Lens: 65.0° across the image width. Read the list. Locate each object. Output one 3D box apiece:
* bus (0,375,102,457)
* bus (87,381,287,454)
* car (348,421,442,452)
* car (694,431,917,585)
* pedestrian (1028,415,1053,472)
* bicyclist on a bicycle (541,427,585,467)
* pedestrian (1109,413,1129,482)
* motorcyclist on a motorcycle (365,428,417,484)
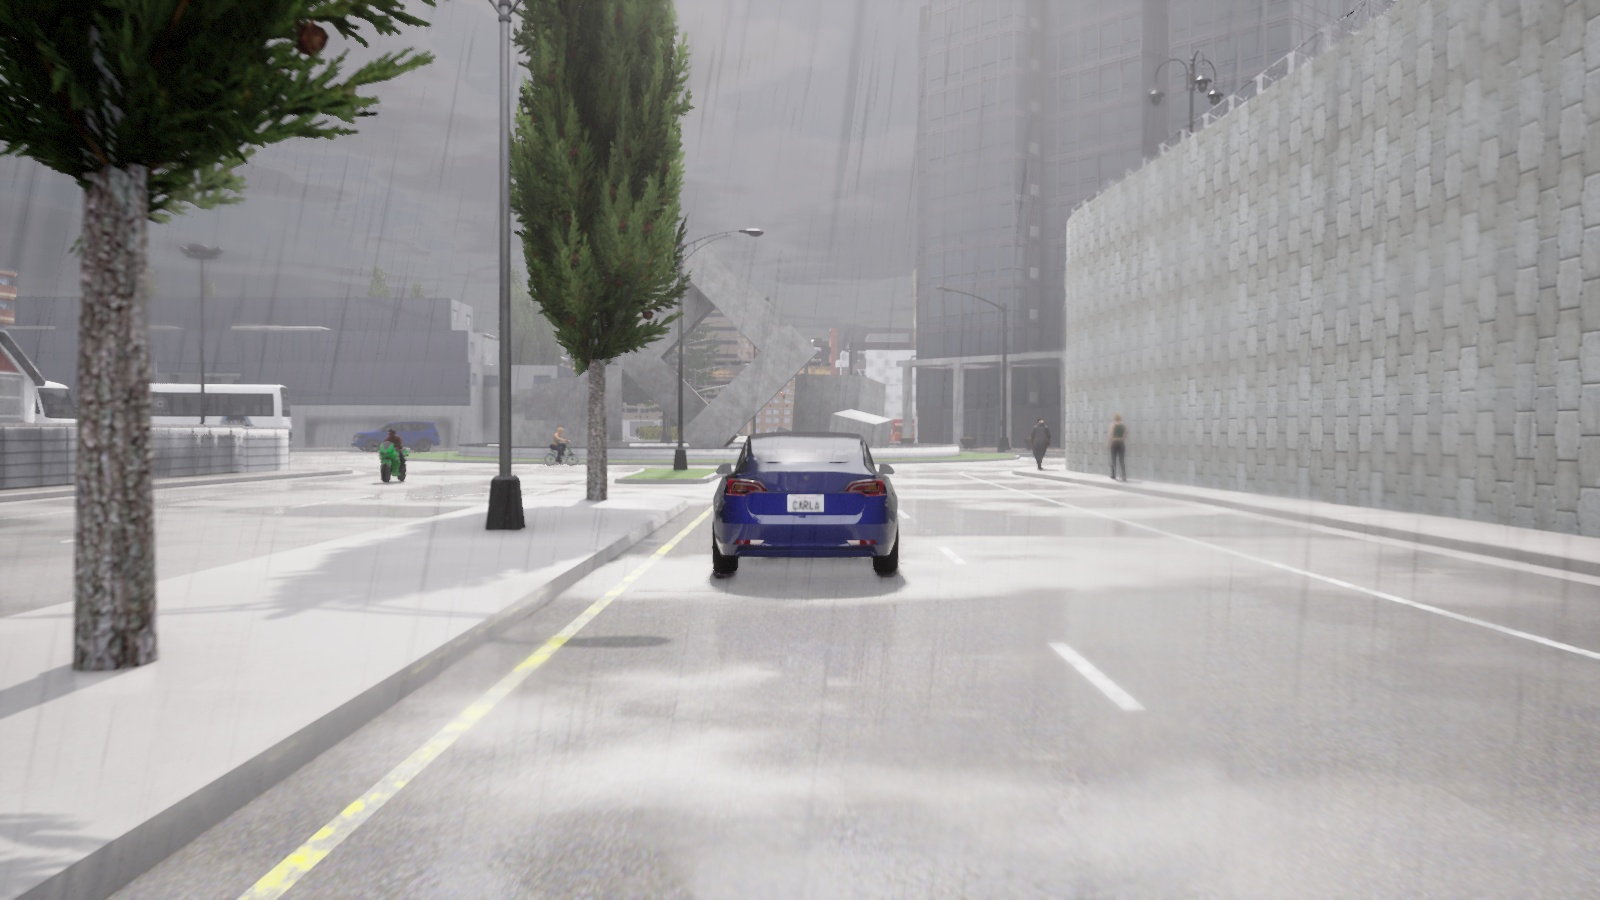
[{"bbox_3d":[-43.852,-1.826,67.652,10.273,4.253,3.944,0,1,1],"label":"bus"},{"bbox_3d":[-37.171,-1.938,76.571,10.273,4.253,3.944,0,1,-11],"label":"bus"},{"bbox_3d":[-26.724,-0.902,82.956,5.566,2.045,2.150,0,1,-31],"label":"car"},{"bbox_3d":[0.060,0.527,14.605,2.163,1.488,4.792,0,1,0],"label":"car"},{"bbox_3d":[8.381,-0.236,43.819,0.659,1.952,0.873,0,1,-3],"label":"pedestrian"},{"bbox_3d":[-9.624,-0.131,51.016,1.509,1.612,0.866,1,0,14],"label":"bicyclist on a bicycle"},{"bbox_3d":[8.576,-0.081,33.796,0.345,1.836,0.594,0,1,-3],"label":"pedestrian"},{"bbox_3d":[-11.427,0.151,35.154,0.797,1.523,2.044,0,1,-1],"label":"motorcyclist on a motorcycle"}]
